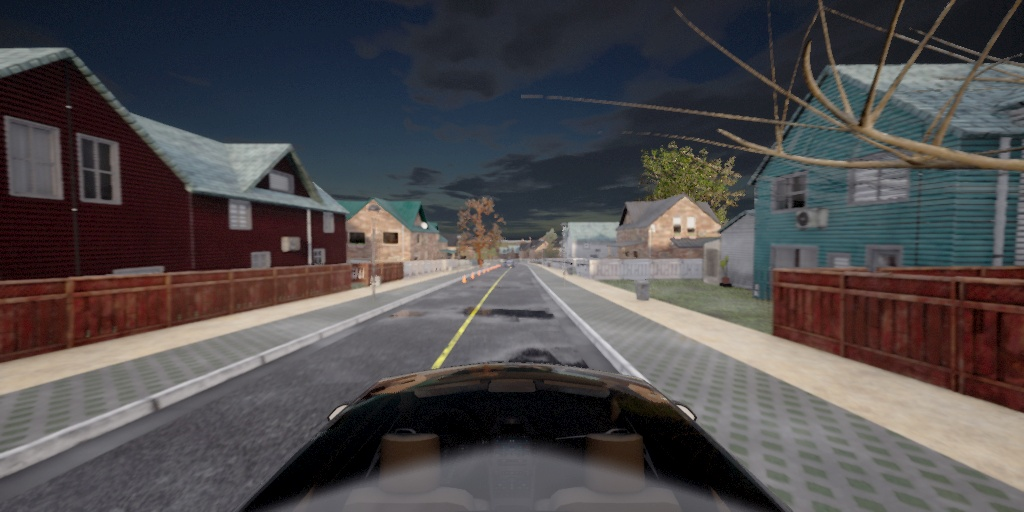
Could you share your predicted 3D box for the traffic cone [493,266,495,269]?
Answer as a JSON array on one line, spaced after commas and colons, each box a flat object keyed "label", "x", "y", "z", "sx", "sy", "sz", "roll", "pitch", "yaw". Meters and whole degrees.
[{"label": "traffic cone", "x": -3.042, "y": 1.774, "z": 52.406, "sx": 0.340, "sy": 0.580, "sz": 0.340, "roll": 0, "pitch": 0, "yaw": 1}]

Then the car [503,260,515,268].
[{"label": "car", "x": -0.459, "y": 1.405, "z": 64.626, "sx": 1.812, "sy": 1.442, "sz": 4.674, "roll": 0, "pitch": 0, "yaw": 1}]

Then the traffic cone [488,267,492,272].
[{"label": "traffic cone", "x": -3.169, "y": 1.755, "z": 47.400, "sx": 0.340, "sy": 0.580, "sz": 0.340, "roll": 0, "pitch": 0, "yaw": 1}]

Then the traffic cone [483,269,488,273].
[{"label": "traffic cone", "x": -3.297, "y": 1.741, "z": 42.395, "sx": 0.340, "sy": 0.580, "sz": 0.340, "roll": 0, "pitch": 0, "yaw": 1}]

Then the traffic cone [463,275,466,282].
[{"label": "traffic cone", "x": -3.627, "y": 1.715, "z": 27.359, "sx": 0.340, "sy": 0.580, "sz": 0.340, "roll": 0, "pitch": 0, "yaw": 1}]

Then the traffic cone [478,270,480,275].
[{"label": "traffic cone", "x": -3.423, "y": 1.729, "z": 37.385, "sx": 0.340, "sy": 0.580, "sz": 0.340, "roll": 0, "pitch": 0, "yaw": 1}]

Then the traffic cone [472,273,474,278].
[{"label": "traffic cone", "x": -3.532, "y": 1.721, "z": 32.372, "sx": 0.340, "sy": 0.580, "sz": 0.340, "roll": 0, "pitch": 0, "yaw": 1}]

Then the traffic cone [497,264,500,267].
[{"label": "traffic cone", "x": -2.785, "y": 1.819, "z": 62.417, "sx": 0.340, "sy": 0.580, "sz": 0.340, "roll": 0, "pitch": 0, "yaw": 1}]
